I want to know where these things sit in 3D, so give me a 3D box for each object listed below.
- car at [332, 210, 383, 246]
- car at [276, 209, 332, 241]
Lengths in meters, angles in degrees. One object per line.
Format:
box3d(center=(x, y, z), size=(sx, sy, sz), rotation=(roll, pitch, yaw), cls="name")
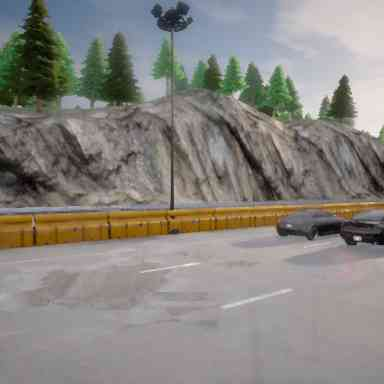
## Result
box3d(center=(8.269, 1.515, 14.066), size=(4.892, 1.490, 1.837), rotation=(0, 0, -35), cls="car")
box3d(center=(6.236, 1.571, 16.916), size=(4.181, 1.385, 1.994), rotation=(0, 0, -35), cls="car")
